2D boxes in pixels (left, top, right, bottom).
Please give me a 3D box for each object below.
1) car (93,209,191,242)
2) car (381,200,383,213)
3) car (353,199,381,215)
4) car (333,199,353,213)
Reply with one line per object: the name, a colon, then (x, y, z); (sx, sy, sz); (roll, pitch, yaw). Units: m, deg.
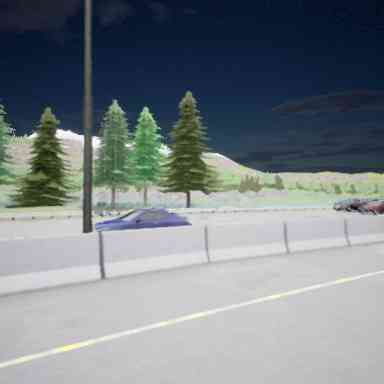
car: (-2.220, 1.495, 14.937); (4.674, 1.442, 1.812); (0, 0, -32)
car: (20.155, 1.368, 30.535); (4.553, 1.767, 2.097); (0, 0, -23)
car: (19.122, 1.533, 33.906); (4.674, 1.442, 1.812); (0, 0, -22)
car: (18.107, 1.493, 37.263); (4.902, 1.511, 2.128); (0, 0, -22)
